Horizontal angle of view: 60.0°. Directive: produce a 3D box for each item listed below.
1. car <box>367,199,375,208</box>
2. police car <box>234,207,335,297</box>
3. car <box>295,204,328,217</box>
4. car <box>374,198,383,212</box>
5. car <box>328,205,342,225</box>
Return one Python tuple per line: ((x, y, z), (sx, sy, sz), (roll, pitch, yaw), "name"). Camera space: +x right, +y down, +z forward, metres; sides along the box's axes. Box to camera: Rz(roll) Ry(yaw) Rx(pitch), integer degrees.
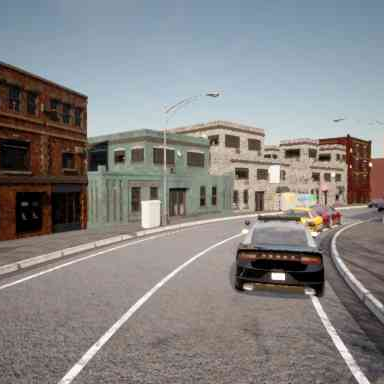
((27.356, 1.652, 48.435), (5.357, 1.411, 2.033), (0, 1, -45), "car")
((2.323, 1.428, 8.912), (1.930, 1.638, 5.238), (0, 0, 15), "police car")
((5.796, 1.471, 17.656), (1.801, 1.575, 5.366), (1, 0, 28), "car")
((24.048, 1.684, 40.147), (4.181, 1.385, 1.994), (0, 1, -44), "car")
((8.690, 1.557, 22.248), (1.812, 1.442, 4.674), (1, 0, 36), "car")
